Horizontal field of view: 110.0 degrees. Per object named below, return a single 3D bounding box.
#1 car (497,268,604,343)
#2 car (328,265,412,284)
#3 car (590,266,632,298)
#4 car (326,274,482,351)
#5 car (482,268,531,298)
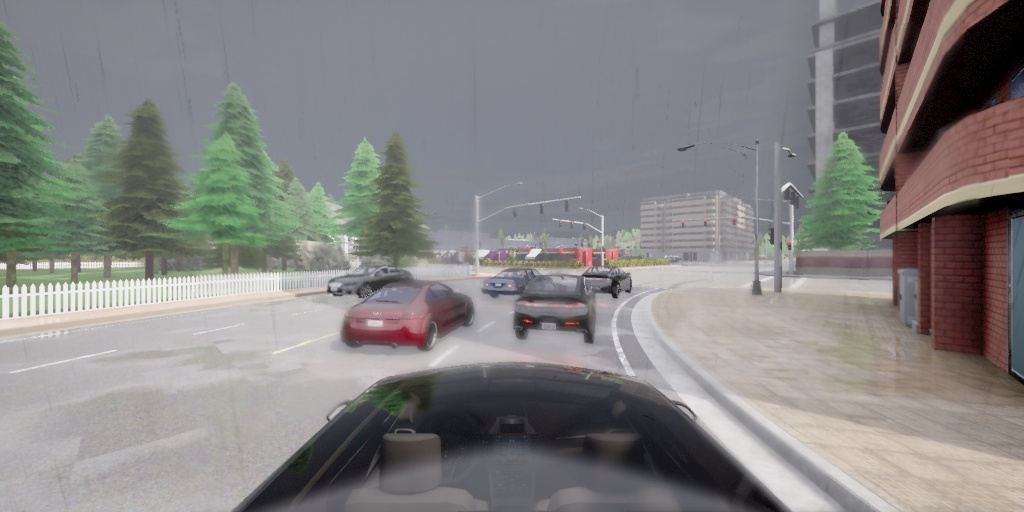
[{"bbox_3d":[1.349,1.242,9.787,2.128,1.511,4.902,0,0,14],"label":"car"},{"bbox_3d":[-7.097,1.243,18.414,2.128,1.511,4.902,0,0,22],"label":"car"},{"bbox_3d":[4.846,1.236,18.346,2.128,1.511,4.902,1,1,29],"label":"car"},{"bbox_3d":[-2.361,1.314,9.117,1.994,1.385,4.181,0,0,10],"label":"car"},{"bbox_3d":[0.473,1.297,17.834,2.033,1.411,5.357,0,0,25],"label":"car"}]
